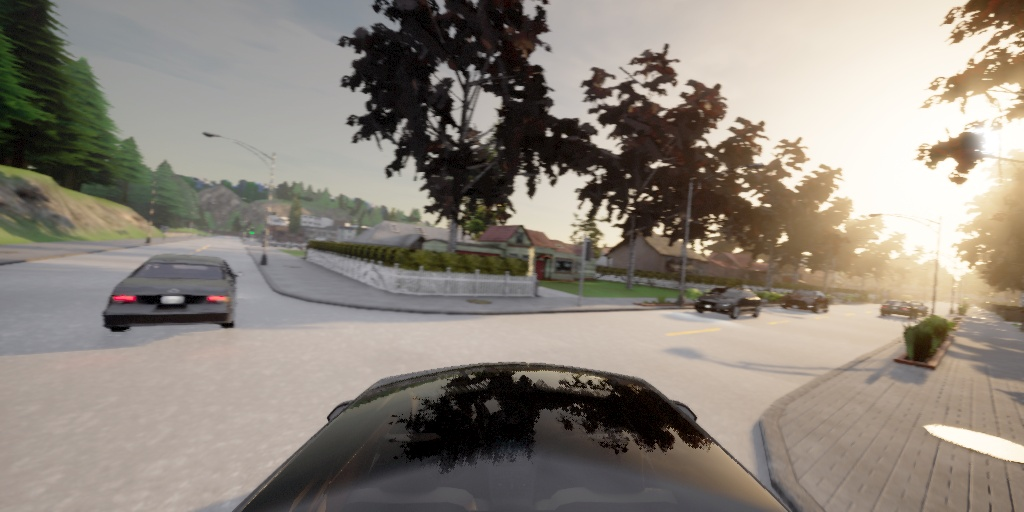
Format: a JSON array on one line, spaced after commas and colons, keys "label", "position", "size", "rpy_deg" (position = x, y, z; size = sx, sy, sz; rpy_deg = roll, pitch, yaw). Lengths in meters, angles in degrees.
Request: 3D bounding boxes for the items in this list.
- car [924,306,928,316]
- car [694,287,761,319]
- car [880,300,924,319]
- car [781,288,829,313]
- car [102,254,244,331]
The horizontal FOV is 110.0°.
[{"label": "car", "position": [41.413, 5.339, 37.035], "size": [4.718, 1.301, 1.895], "rpy_deg": [5, -1, -37]}, {"label": "car", "position": [11.613, 2.426, 19.179], "size": [4.892, 1.490, 1.837], "rpy_deg": [5, 0, -38]}, {"label": "car", "position": [32.618, 4.442, 30.184], "size": [5.357, 1.411, 2.033], "rpy_deg": [5, -1, -37]}, {"label": "car", "position": [22.658, 3.331, 27.698], "size": [4.553, 1.767, 2.097], "rpy_deg": [6, -1, -37]}, {"label": "car", "position": [-7.380, 0.677, 8.184], "size": [2.033, 1.411, 5.357], "rpy_deg": [5, -1, -38]}]
